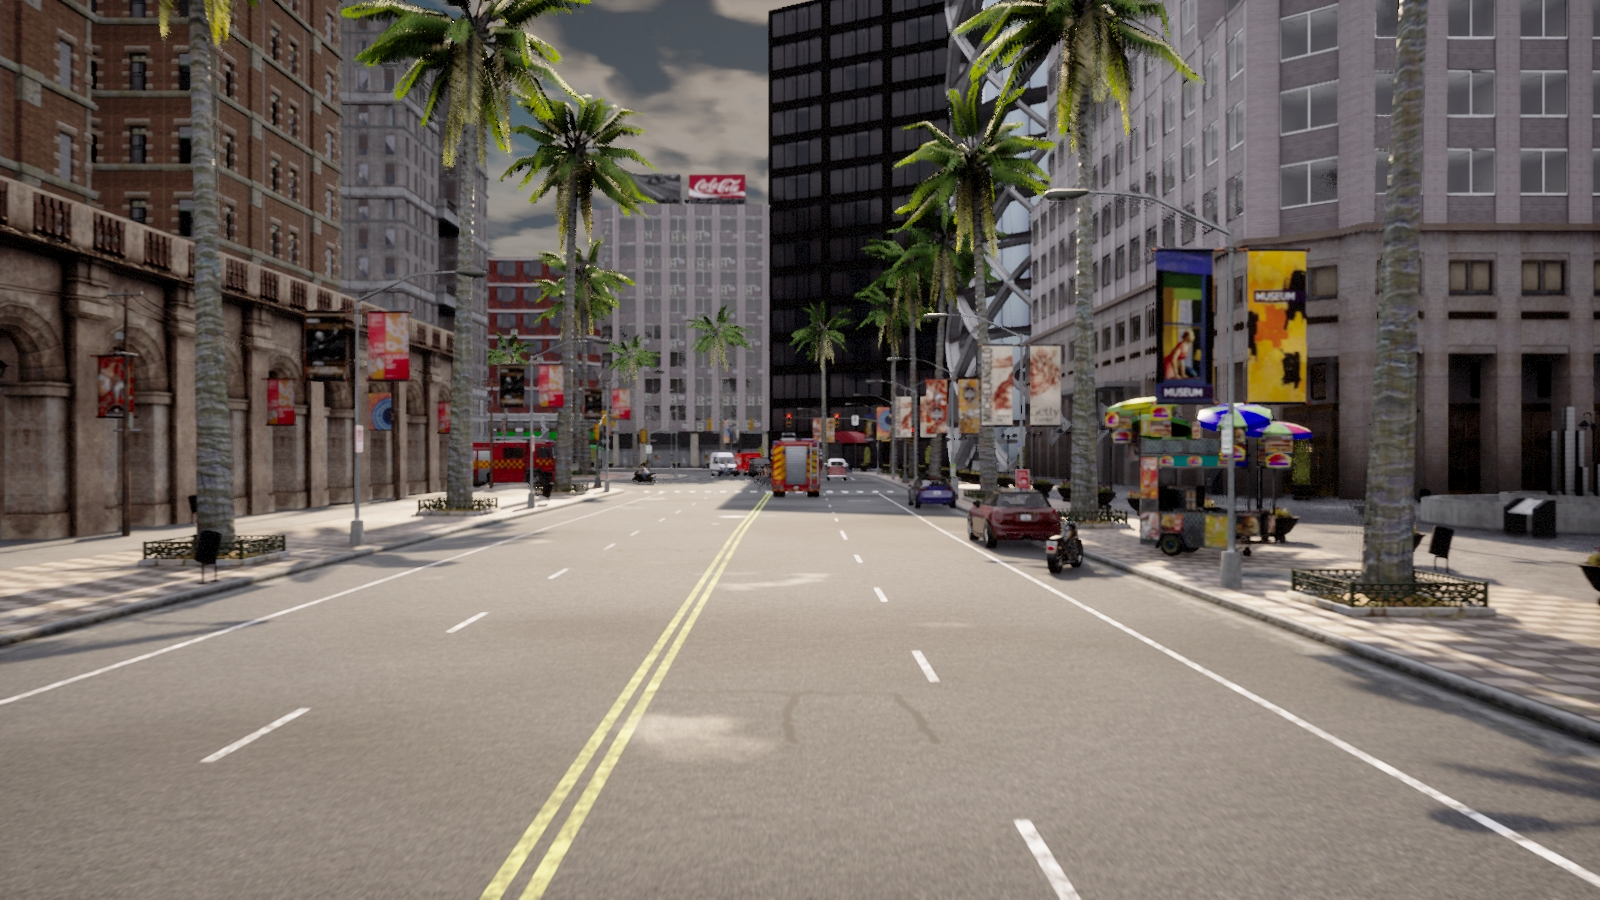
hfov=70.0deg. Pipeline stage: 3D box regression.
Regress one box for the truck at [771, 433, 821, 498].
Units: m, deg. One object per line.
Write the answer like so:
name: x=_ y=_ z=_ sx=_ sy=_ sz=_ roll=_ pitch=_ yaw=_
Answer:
truck: x=-0.229 y=0.891 z=70.807 sx=2.891 sy=3.827 sz=8.468 roll=0 pitch=0 yaw=0

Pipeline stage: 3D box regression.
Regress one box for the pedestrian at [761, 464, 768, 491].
pedestrian: x=-2.412 y=1.849 z=77.238 sx=0.375 sy=1.860 sz=0.375 roll=0 pitch=0 yaw=-19
